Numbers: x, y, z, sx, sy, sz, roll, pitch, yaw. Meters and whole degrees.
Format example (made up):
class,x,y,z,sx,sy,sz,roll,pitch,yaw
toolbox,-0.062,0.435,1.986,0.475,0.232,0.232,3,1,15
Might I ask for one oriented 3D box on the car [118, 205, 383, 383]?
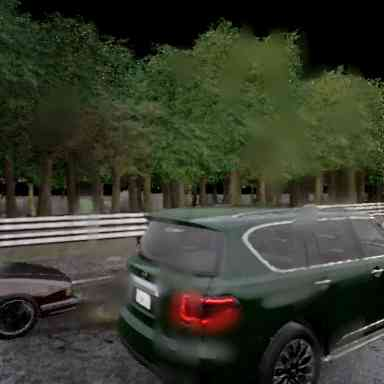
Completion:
class,x,y,z,sx,sy,sz,roll,pitch,yaw
car,1.691,1.217,5.044,5.566,2.045,2.150,0,0,-35

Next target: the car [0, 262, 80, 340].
class,x,y,z,sx,sy,sz,roll,pitch,yaw
car,-4.539,1.540,4.790,5.357,1.411,2.033,0,0,-36
